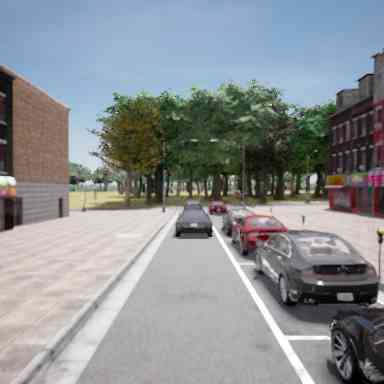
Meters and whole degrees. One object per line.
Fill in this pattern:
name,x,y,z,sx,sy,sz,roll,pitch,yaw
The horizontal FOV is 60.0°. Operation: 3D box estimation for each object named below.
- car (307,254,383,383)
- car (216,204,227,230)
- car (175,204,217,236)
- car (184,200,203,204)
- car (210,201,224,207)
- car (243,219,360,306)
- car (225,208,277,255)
car,2.626,1.570,2.487,1.947,1.339,4.313,-1,0,0
car,2.627,1.590,18.706,2.008,1.369,4.403,-1,0,0
car,0.100,1.603,18.588,1.994,1.385,4.181,0,0,0
car,0.141,1.573,34.490,2.128,1.511,4.902,0,0,1
car,2.629,1.629,34.926,1.887,1.381,4.507,-1,0,0
car,2.626,1.565,7.894,2.008,1.369,4.403,-1,0,0
car,2.626,1.571,13.300,1.887,1.381,4.507,-1,0,0
